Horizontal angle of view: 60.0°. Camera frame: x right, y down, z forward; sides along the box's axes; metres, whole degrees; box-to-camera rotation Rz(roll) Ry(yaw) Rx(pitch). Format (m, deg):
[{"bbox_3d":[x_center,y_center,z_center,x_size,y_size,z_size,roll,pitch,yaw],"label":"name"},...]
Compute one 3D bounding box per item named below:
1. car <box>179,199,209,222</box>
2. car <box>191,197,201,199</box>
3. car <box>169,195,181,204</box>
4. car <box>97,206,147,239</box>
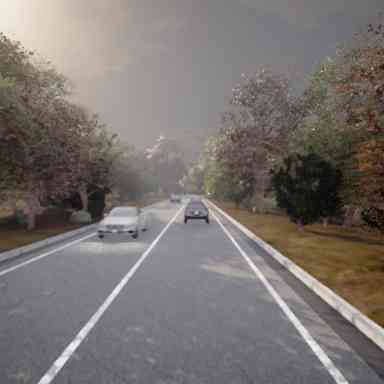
[{"bbox_3d":[0.338,1.485,25.296,2.033,1.411,5.357,0,0,1],"label":"car"},{"bbox_3d":[0.527,1.431,45.288,2.033,1.411,5.357,0,0,1],"label":"car"},{"bbox_3d":[-2.937,1.282,59.329,1.882,1.535,5.008,0,0,1],"label":"car"},{"bbox_3d":[-3.440,1.472,17.190,1.812,1.442,4.674,0,0,1],"label":"car"}]
